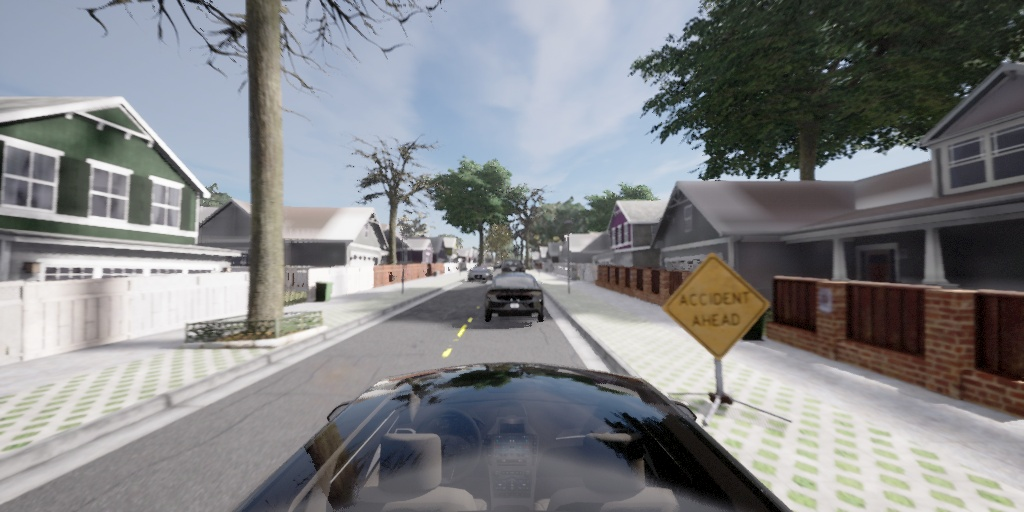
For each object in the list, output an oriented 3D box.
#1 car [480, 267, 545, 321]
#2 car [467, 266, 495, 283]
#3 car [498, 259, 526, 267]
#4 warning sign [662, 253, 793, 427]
[{"bbox_3d":[0.088,1.326,12.944,1.882,1.535,5.008,0,-1,0],"label":"car"},{"bbox_3d":[-2.842,1.636,32.304,1.994,1.385,4.181,0,-1,0],"label":"car"},{"bbox_3d":[0.103,1.305,33.188,2.150,2.045,5.566,0,-1,0],"label":"car"},{"bbox_3d":[2.517,0.886,4.317,1.300,1.860,1.060,0,0,0],"label":"warning sign"}]
